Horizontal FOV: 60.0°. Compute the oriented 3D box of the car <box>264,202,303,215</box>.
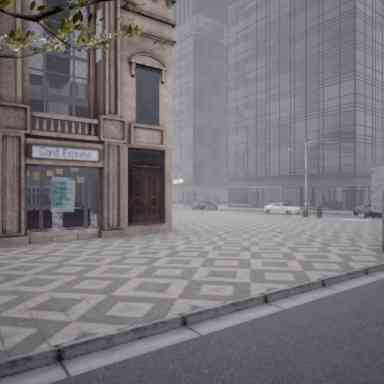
[{"bbox_3d":[10.213,1.894,37.600,1.812,1.442,4.674,0,-1,-36],"label":"car"}]

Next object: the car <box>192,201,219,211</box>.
[{"bbox_3d":[1.909,2.091,49.074,1.837,1.490,4.892,0,-1,-36],"label":"car"}]

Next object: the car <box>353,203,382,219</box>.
[{"bbox_3d":[16.542,1.695,28.866,2.128,1.511,4.902,0,-1,-35],"label":"car"}]
